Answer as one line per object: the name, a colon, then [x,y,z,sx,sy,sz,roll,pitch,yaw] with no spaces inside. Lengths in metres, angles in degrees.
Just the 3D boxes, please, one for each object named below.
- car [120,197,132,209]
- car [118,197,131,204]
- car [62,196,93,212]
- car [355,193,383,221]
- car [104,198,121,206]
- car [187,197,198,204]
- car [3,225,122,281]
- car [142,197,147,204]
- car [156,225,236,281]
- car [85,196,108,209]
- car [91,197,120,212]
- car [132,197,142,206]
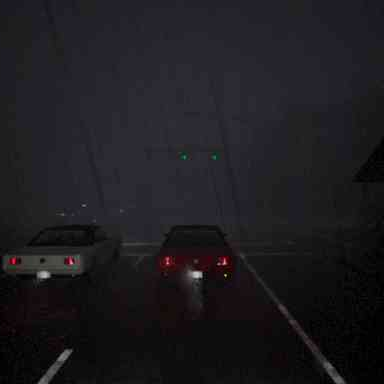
car: [-10.592,1.479,48.727,2.097,1.767,4.553,0,0,0]
car: [-14.002,1.700,69.082,1.812,1.442,4.674,0,0,0]
car: [-14.100,1.597,40.225,2.128,1.511,4.902,0,0,0]
car: [14.384,0.834,24.525,4.553,1.767,2.097,-15,0,-1]
car: [-14.053,1.719,59.159,1.994,1.385,4.181,0,0,0]
car: [0.097,1.650,65.781,1.882,1.535,5.008,0,0,0]
car: [-3.409,1.627,9.894,1.895,1.301,4.718,0,0,0]
car: [-10.502,1.716,69.049,2.033,1.411,5.357,0,0,0]
car: [0.107,1.627,9.910,1.895,1.301,4.718,0,0,0]
car: [-14.089,1.481,49.278,2.097,1.767,4.553,0,0,1]
car: [-10.596,1.633,41.002,1.812,1.442,4.674,0,0,0]
car: [-10.550,1.717,58.656,1.994,1.385,4.181,0,0,1]
